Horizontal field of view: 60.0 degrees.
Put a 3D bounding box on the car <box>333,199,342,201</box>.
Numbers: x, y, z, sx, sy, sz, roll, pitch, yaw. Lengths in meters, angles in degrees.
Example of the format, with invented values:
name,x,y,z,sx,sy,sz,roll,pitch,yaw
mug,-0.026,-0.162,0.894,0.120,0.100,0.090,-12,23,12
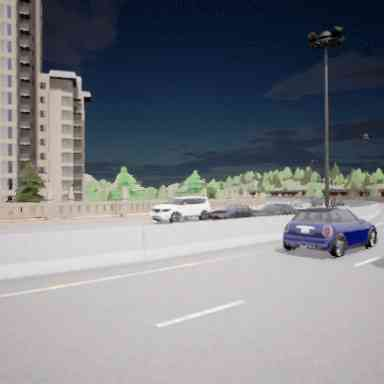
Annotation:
name,x,y,z,sx,sy,sz,roll,pitch,yaw
car,26.592,2.009,60.705,1.994,1.385,4.181,0,-1,17

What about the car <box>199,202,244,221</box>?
name,x,y,z,sx,sy,sz,roll,pitch,yaw
car,3.284,1.689,25.990,2.033,1.411,5.357,0,-1,43

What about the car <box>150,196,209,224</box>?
name,x,y,z,sx,sy,sz,roll,pitch,yaw
car,-0.764,1.371,26.831,2.150,2.045,5.566,0,0,44

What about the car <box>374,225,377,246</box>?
name,x,y,z,sx,sy,sz,roll,pitch,yaw
car,7.997,1.533,10.737,4.902,1.511,2.128,0,0,-42

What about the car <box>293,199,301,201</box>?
name,x,y,z,sx,sy,sz,roll,pitch,yaw
car,19.859,2.014,62.664,1.812,1.442,4.674,0,-1,17

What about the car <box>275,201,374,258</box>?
name,x,y,z,sx,sy,sz,roll,pitch,yaw
car,5.611,1.411,13.301,4.553,1.767,2.097,0,0,-42

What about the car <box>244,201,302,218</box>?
name,x,y,z,sx,sy,sz,roll,pitch,yaw
car,5.995,1.630,23.881,1.837,1.490,4.892,0,0,42

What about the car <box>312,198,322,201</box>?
name,x,y,z,sx,sy,sz,roll,pitch,yaw
car,23.371,1.972,62.130,1.837,1.490,4.892,0,0,16
